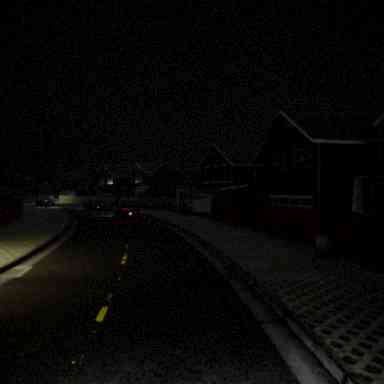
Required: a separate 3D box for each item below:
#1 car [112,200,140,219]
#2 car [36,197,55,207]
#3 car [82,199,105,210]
[{"bbox_3d":[-5.851,1.509,29.191,1.837,1.490,4.892,0,0,-21],"label":"car"},{"bbox_3d":[-22.727,1.559,51.404,1.812,1.442,4.674,0,0,-41],"label":"car"},{"bbox_3d":[-12.762,1.611,42.870,1.895,1.301,4.718,0,0,-32],"label":"car"}]
